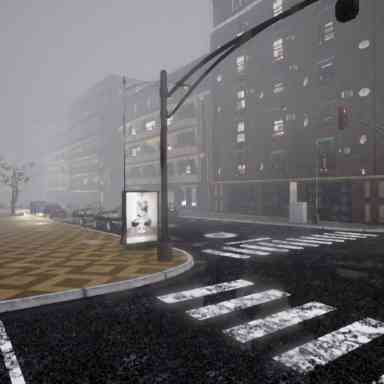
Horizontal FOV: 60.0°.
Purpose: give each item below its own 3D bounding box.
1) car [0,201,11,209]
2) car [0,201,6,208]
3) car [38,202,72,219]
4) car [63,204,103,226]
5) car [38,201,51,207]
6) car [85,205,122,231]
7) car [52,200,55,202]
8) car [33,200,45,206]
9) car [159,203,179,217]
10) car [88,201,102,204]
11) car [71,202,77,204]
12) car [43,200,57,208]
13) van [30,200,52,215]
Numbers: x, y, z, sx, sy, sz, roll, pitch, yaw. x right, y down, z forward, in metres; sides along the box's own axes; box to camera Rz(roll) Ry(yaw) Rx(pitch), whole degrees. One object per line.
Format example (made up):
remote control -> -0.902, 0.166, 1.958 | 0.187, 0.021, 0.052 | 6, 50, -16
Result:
car -> -38.087, 2.704, 68.323 | 2.008, 1.369, 4.403 | -2, 0, -36
car -> -44.614, 2.863, 77.348 | 1.887, 1.381, 4.507 | -2, 0, -36
car -> -14.893, 2.115, 36.109 | 1.887, 1.381, 4.507 | -2, 0, -36
car -> -8.818, 1.969, 27.632 | 2.008, 1.369, 4.403 | -2, 0, -36
car -> -34.559, 2.736, 77.745 | 1.947, 1.339, 4.313 | -2, 0, -36
car -> -5.554, 1.888, 23.119 | 2.008, 1.369, 4.403 | -2, 0, -36
car -> -25.350, 2.470, 60.605 | 1.994, 1.385, 4.181 | -1, -1, -36
car -> -37.824, 2.798, 82.258 | 1.887, 1.381, 4.507 | -2, 0, -36
car -> -3.132, 1.824, 34.506 | 1.967, 1.590, 4.097 | -2, 0, -36
car -> -14.977, 2.119, 50.672 | 1.967, 1.590, 4.097 | -2, 0, -36
car -> -21.505, 2.424, 59.695 | 1.802, 1.307, 4.206 | -2, 0, -36
car -> -31.299, 2.528, 73.233 | 1.967, 1.590, 4.097 | -2, 0, -36
van -> -19.811, 2.035, 42.997 | 1.690, 1.788, 3.998 | -2, 0, -36
